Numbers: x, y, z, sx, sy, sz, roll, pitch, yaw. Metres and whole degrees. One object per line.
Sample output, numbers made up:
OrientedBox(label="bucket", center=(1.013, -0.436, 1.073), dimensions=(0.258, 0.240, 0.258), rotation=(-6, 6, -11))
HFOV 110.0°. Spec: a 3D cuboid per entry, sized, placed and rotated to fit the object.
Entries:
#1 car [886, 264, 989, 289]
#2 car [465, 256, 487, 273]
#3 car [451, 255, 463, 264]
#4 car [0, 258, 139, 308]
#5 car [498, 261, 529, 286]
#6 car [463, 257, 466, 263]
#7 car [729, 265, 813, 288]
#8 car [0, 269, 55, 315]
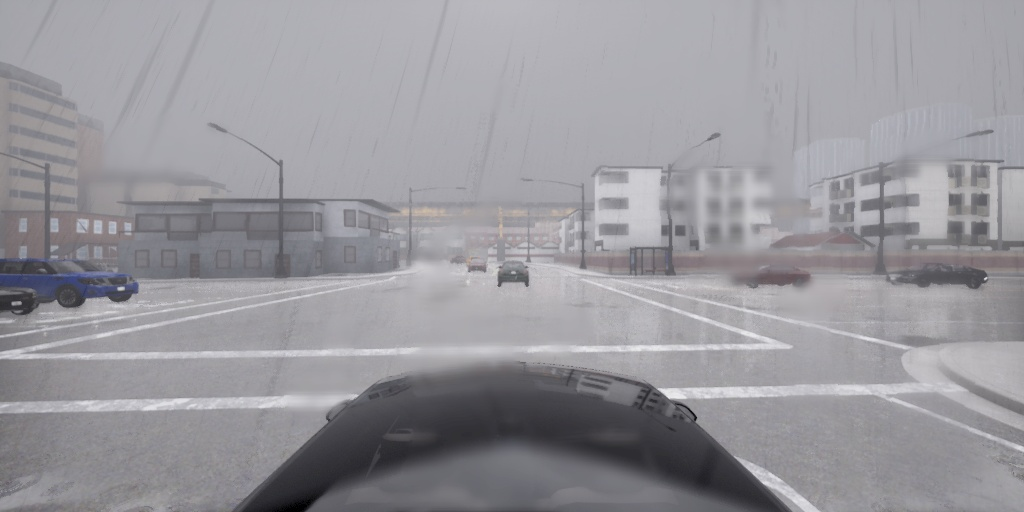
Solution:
OrientedBox(label="car", center=(26.680, 1.246, 22.613), dimensions=(4.902, 1.511, 2.128), rotation=(0, 0, 2))
OrientedBox(label="car", center=(-3.813, 0.994, 39.977), dimensions=(1.882, 1.535, 5.008), rotation=(0, 1, -3))
OrientedBox(label="car", center=(-8.648, 0.588, 59.028), dimensions=(1.812, 1.442, 4.674), rotation=(0, 1, -27))
OrientedBox(label="car", center=(-19.634, 1.100, 15.405), dimensions=(5.566, 2.045, 2.150), rotation=(-1, 0, -1))
OrientedBox(label="car", center=(0.095, 1.133, 25.952), dimensions=(2.097, 1.767, 4.553), rotation=(0, 0, 0))
OrientedBox(label="car", center=(-5.151, 0.779, 49.475), dimensions=(1.882, 1.535, 5.008), rotation=(0, 1, -15))
OrientedBox(label="car", center=(16.500, 1.281, 22.928), dimensions=(4.674, 1.442, 1.812), rotation=(0, 0, 1))
OrientedBox(label="car", center=(-19.051, 1.348, 11.918), dimensions=(5.008, 1.535, 1.882), rotation=(-1, 0, -1))
